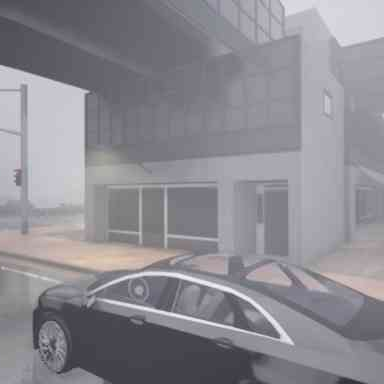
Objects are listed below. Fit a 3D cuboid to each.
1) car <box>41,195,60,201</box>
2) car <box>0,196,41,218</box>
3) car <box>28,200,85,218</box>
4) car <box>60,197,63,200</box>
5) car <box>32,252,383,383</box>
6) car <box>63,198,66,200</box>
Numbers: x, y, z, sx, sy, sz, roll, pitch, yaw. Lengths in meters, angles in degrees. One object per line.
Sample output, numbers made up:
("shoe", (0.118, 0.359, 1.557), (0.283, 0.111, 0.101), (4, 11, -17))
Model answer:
("car", (-30.262, 1.517, 69.160), (4.605, 1.855, 1.932), (0, 0, 35))
("car", (-17.572, 1.537, 32.186), (2.097, 1.767, 4.553), (0, 0, 36))
("car", (-13.073, 1.766, 32.412), (1.895, 1.301, 4.718), (0, 0, 36))
("car", (-28.535, 1.727, 71.485), (3.905, 1.438, 1.784), (0, 0, 35))
("car", (0.001, 1.505, 3.992), (4.902, 1.511, 2.128), (0, 0, 35))
("car", (-12.234, 1.662, 39.418), (1.882, 1.535, 5.008), (0, 0, 37))
